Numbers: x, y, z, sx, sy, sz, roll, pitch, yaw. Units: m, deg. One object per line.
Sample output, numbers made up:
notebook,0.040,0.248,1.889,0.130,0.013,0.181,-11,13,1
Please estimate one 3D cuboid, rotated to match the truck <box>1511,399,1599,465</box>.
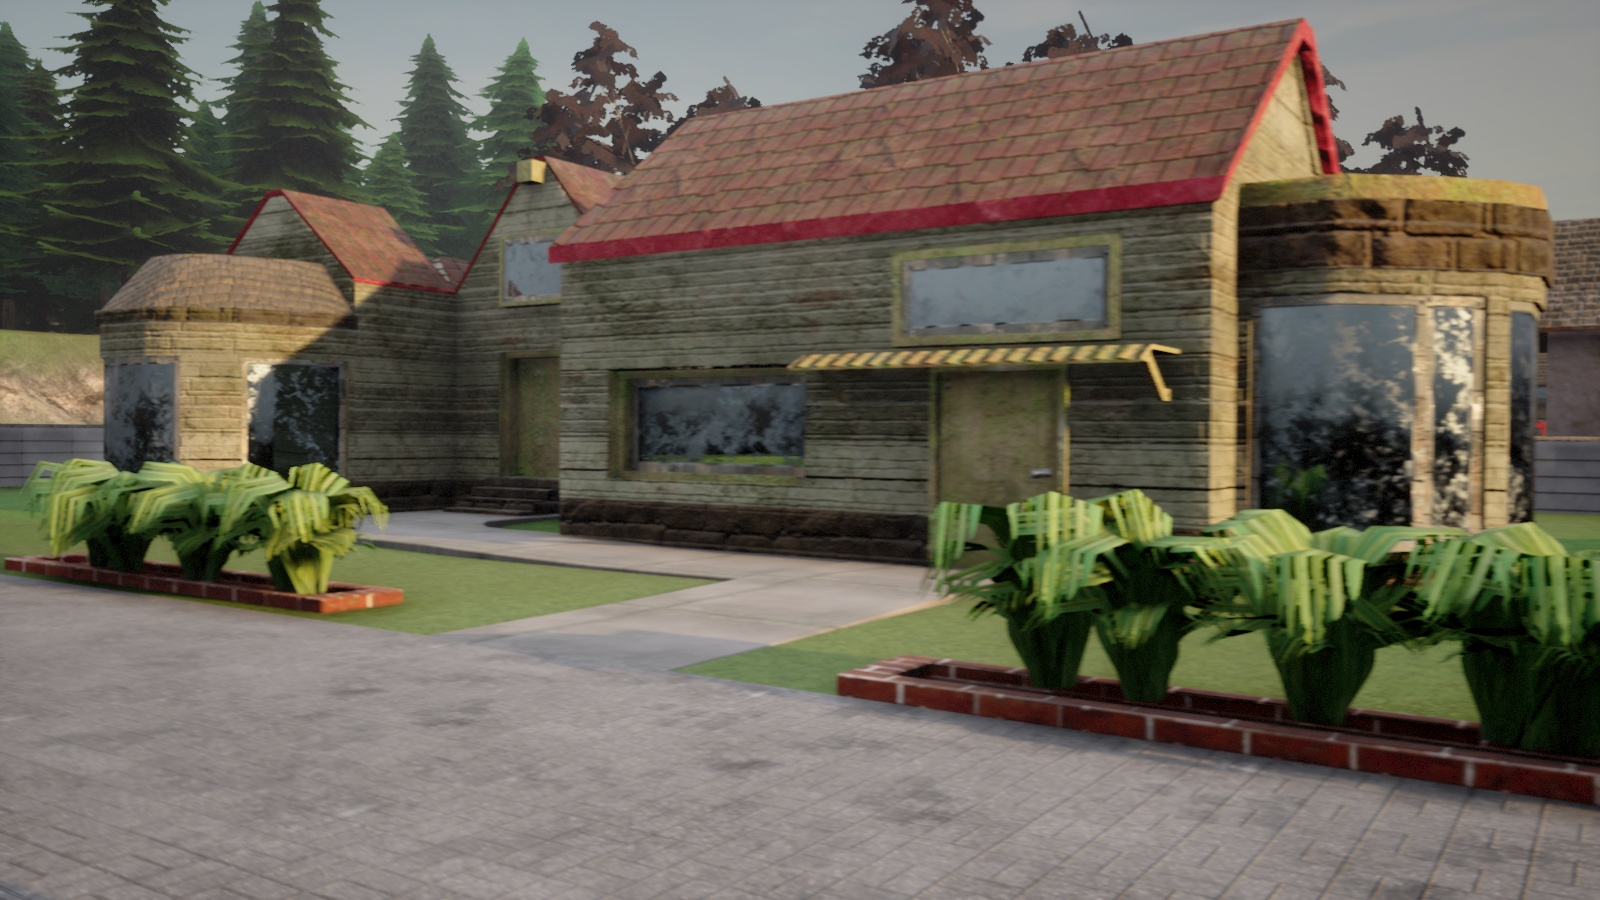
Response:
truck,30.413,-0.689,48.239,5.204,2.467,2.627,0,1,34
